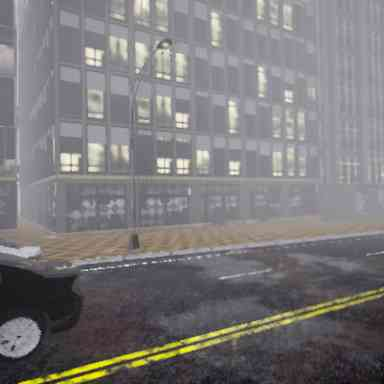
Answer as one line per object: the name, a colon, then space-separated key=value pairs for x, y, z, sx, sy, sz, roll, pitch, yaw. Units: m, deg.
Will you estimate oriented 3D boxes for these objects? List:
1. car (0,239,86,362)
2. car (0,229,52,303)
car: x=-4.130 y=1.611 z=4.684 sx=5.008 sy=1.535 sz=1.882 roll=1 pitch=-2 yaw=-32
car: x=-5.811 y=1.731 z=7.464 sx=4.674 sy=1.442 sz=1.812 roll=1 pitch=-2 yaw=-32
